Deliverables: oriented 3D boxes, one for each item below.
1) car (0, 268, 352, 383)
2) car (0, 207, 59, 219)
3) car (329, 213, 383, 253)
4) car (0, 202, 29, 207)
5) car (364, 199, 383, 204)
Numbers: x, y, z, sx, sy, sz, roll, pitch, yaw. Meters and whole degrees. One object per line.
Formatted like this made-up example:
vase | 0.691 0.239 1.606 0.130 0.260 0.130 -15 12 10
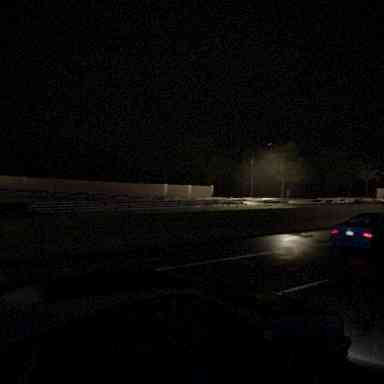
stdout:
car | -0.654 1.548 3.279 5.357 1.411 2.033 0 0 -35
car | -7.874 1.566 15.571 4.181 1.385 1.994 0 0 -35
car | 7.808 1.558 13.612 5.357 1.411 2.033 0 0 -36
car | -10.779 1.354 17.798 4.553 1.767 2.097 0 0 -35
car | 27.471 1.703 49.292 4.718 1.301 1.895 0 0 -35
